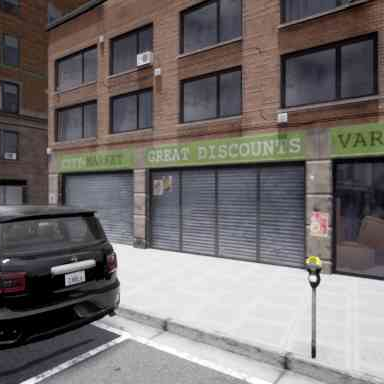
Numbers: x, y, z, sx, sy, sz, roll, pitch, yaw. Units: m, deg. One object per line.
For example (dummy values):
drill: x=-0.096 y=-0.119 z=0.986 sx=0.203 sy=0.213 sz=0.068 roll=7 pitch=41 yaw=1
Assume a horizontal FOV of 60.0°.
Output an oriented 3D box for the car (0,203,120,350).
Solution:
car: x=-3.711 y=1.223 z=5.928 sx=5.566 sy=2.045 sz=2.150 roll=0 pitch=0 yaw=36
